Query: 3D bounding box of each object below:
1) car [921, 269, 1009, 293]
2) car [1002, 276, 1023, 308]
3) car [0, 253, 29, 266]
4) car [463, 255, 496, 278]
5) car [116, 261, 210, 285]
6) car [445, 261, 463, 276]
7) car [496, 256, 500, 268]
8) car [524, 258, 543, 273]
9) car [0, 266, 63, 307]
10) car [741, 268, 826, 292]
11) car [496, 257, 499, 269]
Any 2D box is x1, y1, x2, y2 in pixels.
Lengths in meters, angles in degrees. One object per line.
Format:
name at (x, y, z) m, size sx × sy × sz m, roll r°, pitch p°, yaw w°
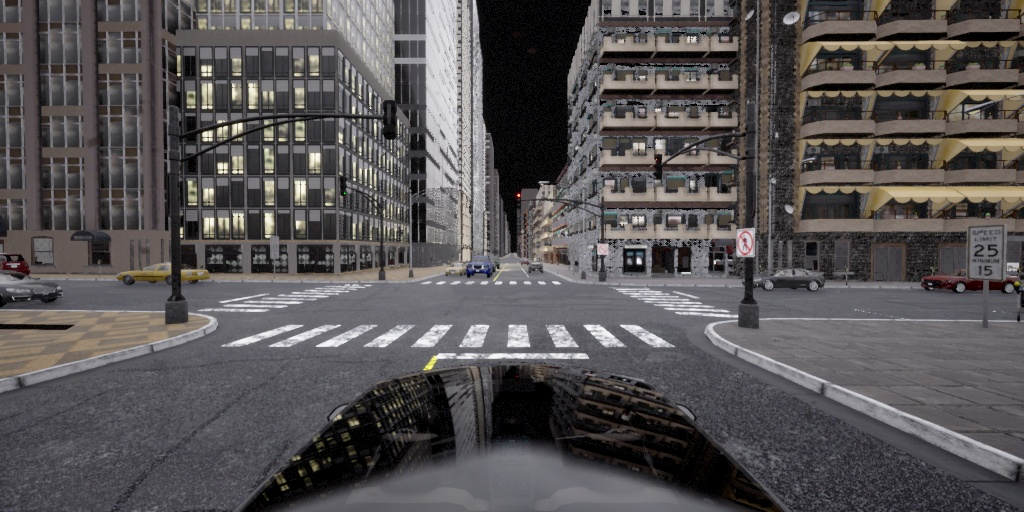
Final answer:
car at (27.406, 1.462, 21.540) m, size 4.507 × 1.381 × 1.888 m, roll 0°, pitch 0°, yaw 1°
car at (21.734, 1.576, 13.248) m, size 4.313 × 1.339 × 1.948 m, roll 0°, pitch 0°, yaw 1°
car at (-33.580, 0.712, 22.499) m, size 5.009 × 1.841 × 2.192 m, roll 0°, pitch 0°, yaw 1°
car at (-3.047, 0.963, 34.698) m, size 2.150 × 2.045 × 5.566 m, roll 0°, pitch 0°, yaw 0°
car at (-21.634, 1.030, 22.275) m, size 4.829 × 1.417 × 1.751 m, roll 0°, pitch 0°, yaw 1°
car at (-5.634, 1.266, 36.396) m, size 1.751 × 1.417 × 4.829 m, roll 0°, pitch 0°, yaw 0°
car at (-3.002, 0.959, 55.385) m, size 2.150 × 2.045 × 5.566 m, roll 0°, pitch 0°, yaw 0°
car at (2.756, 1.290, 42.207) m, size 2.007 × 1.370 × 4.403 m, roll 0°, pitch 0°, yaw 0°
car at (-20.267, 1.204, 13.939) m, size 4.403 × 1.370 × 2.007 m, roll 0°, pitch 0°, yaw 1°
car at (16.341, 1.376, 21.714) m, size 4.403 × 1.370 × 2.007 m, roll 0°, pitch 0°, yaw 1°
car at (-3.023, 1.217, 44.829) m, size 1.882 × 1.535 × 5.008 m, roll 0°, pitch 0°, yaw 0°
